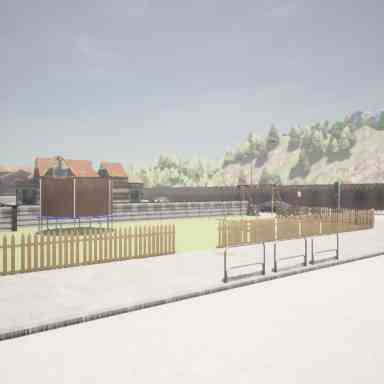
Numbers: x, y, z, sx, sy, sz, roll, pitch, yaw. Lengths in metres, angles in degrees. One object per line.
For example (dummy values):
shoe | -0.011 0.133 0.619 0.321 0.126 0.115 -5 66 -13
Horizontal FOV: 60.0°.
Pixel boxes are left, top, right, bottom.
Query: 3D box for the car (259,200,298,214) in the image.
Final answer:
car | 8.949 1.564 34.807 1.994 1.385 4.181 0 0 -35

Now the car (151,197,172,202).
car | -4.870 1.547 54.380 2.033 1.411 5.357 0 0 -35
